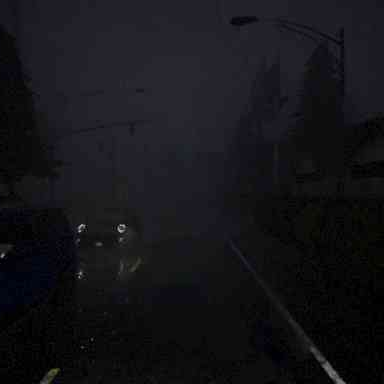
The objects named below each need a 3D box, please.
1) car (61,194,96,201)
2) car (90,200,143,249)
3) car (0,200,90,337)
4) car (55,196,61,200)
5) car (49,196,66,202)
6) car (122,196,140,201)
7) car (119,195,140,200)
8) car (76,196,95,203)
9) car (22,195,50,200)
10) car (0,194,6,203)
[{"bbox_3d":[-16.727,1.295,49.089,3.866,1.878,1.905,0,0,0],"label":"car"},{"bbox_3d":[-3.510,1.420,14.867,2.097,1.767,4.553,0,0,1],"label":"car"},{"bbox_3d":[-3.579,1.247,5.181,2.150,2.045,5.566,0,0,0],"label":"car"},{"bbox_3d":[-23.961,1.586,64.795,4.514,1.523,2.007,0,0,0],"label":"car"},{"bbox_3d":[-35.020,1.770,86.726,3.806,1.475,1.970,0,0,0],"label":"car"},{"bbox_3d":[-16.422,1.737,89.808,4.514,1.523,2.007,0,0,0],"label":"car"},{"bbox_3d":[-16.354,1.714,86.672,5.027,1.636,2.152,0,0,0],"label":"car"},{"bbox_3d":[-23.969,1.652,74.788,3.633,1.501,1.845,0,0,0],"label":"car"},{"bbox_3d":[-24.611,1.331,52.336,4.605,1.855,1.932,0,0,0],"label":"car"},{"bbox_3d":[-42.500,1.415,71.086,4.605,1.855,1.932,0,0,0],"label":"car"}]
